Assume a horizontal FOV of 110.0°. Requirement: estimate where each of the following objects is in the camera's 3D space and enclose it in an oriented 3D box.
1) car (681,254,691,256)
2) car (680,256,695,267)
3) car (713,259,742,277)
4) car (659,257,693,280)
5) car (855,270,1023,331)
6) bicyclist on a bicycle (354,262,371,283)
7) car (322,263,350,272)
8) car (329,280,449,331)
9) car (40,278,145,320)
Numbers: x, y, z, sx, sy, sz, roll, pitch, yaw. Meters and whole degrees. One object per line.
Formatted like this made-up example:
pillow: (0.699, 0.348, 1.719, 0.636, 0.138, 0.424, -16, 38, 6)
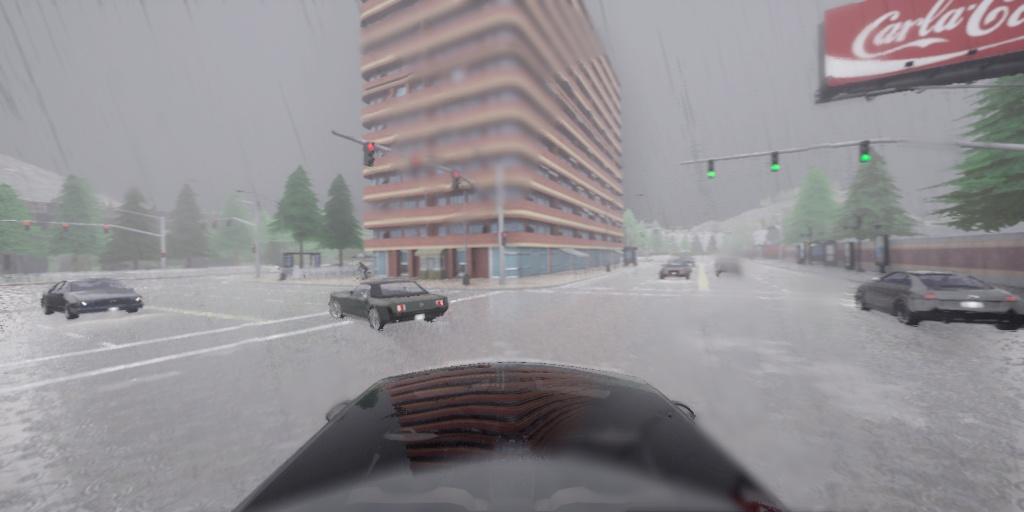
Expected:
car: (23.624, 0.593, 48.688, 2.097, 1.767, 4.553, -1, 0, 28)
car: (17.097, 0.982, 36.236, 1.895, 1.301, 4.718, -1, 0, 28)
car: (17.818, 0.920, 29.674, 2.033, 1.411, 5.357, -1, 0, 27)
car: (12.447, 1.045, 27.332, 1.994, 1.385, 4.181, -1, 0, 28)
car: (11.567, 1.078, 10.085, 1.994, 1.385, 4.181, -1, 0, 28)
bicyclist on a bicycle: (-11.683, 1.256, 28.007, 0.582, 1.620, 1.656, -1, 0, 28)
car: (-24.212, 1.672, 50.948, 2.033, 1.411, 5.357, -1, 0, 29)
car: (-4.129, 1.423, 11.436, 4.718, 1.301, 1.895, -1, 0, 44)
car: (-17.071, 1.622, 14.499, 5.357, 1.411, 2.033, -1, 0, 28)
